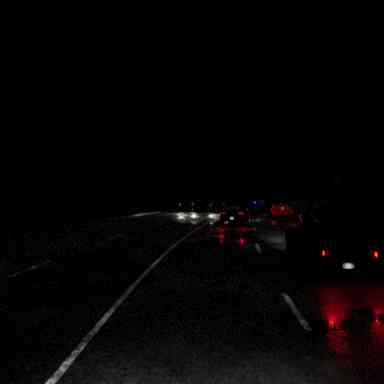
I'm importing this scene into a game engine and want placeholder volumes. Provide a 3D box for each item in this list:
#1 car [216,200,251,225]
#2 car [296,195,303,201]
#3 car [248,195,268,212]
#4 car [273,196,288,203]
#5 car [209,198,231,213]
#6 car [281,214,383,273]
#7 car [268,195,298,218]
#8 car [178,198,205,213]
[{"bbox_3d":[3.199,1.608,24.812,1.812,1.442,4.674,0,0,12],"label":"car"},{"bbox_3d":[23.283,1.393,74.498,1.882,1.535,5.008,0,0,37],"label":"car"},{"bbox_3d":[8.386,1.369,41.394,2.150,2.045,5.566,0,0,22],"label":"car"},{"bbox_3d":[20.447,1.640,76.545,1.812,1.442,4.674,0,0,36],"label":"car"},{"bbox_3d":[3.510,1.471,38.890,2.097,1.767,4.553,0,0,20],"label":"car"},{"bbox_3d":[4.326,1.647,10.898,1.895,1.301,4.718,0,0,6],"label":"car"},{"bbox_3d":[8.536,1.475,31.165,2.097,1.767,4.553,0,0,17],"label":"car"},{"bbox_3d":[0.015,1.455,39.456,2.097,1.767,4.553,0,0,20],"label":"car"}]
